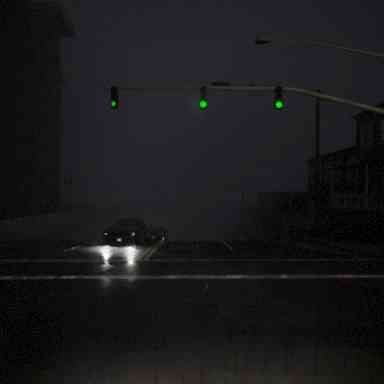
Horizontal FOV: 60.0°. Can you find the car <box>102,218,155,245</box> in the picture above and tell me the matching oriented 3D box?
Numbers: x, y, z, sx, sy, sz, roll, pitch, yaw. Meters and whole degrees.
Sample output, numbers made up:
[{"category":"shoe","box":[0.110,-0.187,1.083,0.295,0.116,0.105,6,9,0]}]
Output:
[{"category":"car","box":[-3.596,2.215,19.121,2.033,1.411,5.357,0,-5,0]}]

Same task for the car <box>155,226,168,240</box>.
[{"category":"car","box":[-3.599,4.490,33.864,2.150,2.045,5.566,0,-13,0]}]
